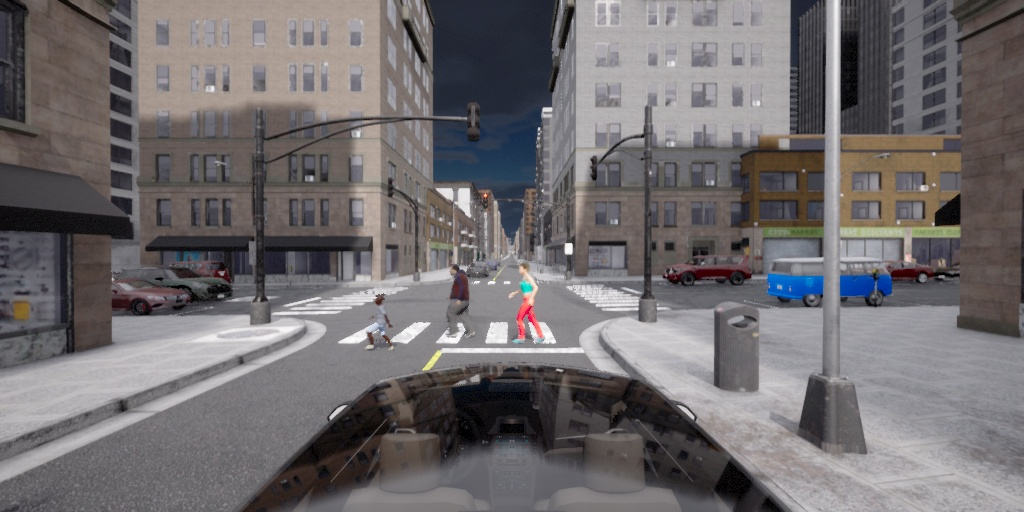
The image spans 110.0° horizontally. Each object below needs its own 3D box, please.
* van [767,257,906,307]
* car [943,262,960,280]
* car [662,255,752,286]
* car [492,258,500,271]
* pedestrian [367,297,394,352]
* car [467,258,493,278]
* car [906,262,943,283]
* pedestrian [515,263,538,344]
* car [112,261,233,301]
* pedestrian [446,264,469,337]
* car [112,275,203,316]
[{"bbox_3d":[12.123,0.949,13.766,3.998,1.789,1.690,0,0,0],"label":"van"},{"bbox_3d":[28.931,0.901,22.327,4.313,1.339,1.948,0,0,0],"label":"car"},{"bbox_3d":[12.103,0.857,22.291,5.009,1.841,2.192,0,0,0],"label":"car"},{"bbox_3d":[-3.063,1.091,48.384,2.097,1.767,4.553,0,0,0],"label":"car"},{"bbox_3d":[-2.703,1.039,7.443,0.375,1.860,0.375,0,0,0],"label":"pedestrian"},{"bbox_3d":[-3.081,1.235,33.703,1.837,1.490,4.892,0,0,0],"label":"car"},{"bbox_3d":[23.321,0.950,22.315,4.507,1.381,1.888,0,0,0],"label":"car"},{"bbox_3d":[0.326,1.038,8.042,0.375,1.860,0.375,0,0,0],"label":"pedestrian"},{"bbox_3d":[-15.524,1.278,16.357,4.553,1.767,2.097,-1,0,0],"label":"car"},{"bbox_3d":[-1.312,1.038,8.644,0.375,1.860,0.375,0,0,0],"label":"pedestrian"},{"bbox_3d":[-14.814,1.519,13.709,4.207,1.307,1.802,0,0,0],"label":"car"}]
